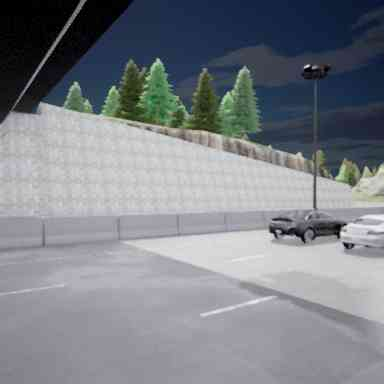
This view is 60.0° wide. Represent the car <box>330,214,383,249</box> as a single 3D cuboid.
[{"bbox_3d":[8.063,1.668,13.912,4.674,1.442,1.812,0,0,-35],"label":"car"}]

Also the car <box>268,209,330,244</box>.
[{"bbox_3d":[5.963,1.634,16.715,4.902,1.511,2.128,1,0,-35],"label":"car"}]
